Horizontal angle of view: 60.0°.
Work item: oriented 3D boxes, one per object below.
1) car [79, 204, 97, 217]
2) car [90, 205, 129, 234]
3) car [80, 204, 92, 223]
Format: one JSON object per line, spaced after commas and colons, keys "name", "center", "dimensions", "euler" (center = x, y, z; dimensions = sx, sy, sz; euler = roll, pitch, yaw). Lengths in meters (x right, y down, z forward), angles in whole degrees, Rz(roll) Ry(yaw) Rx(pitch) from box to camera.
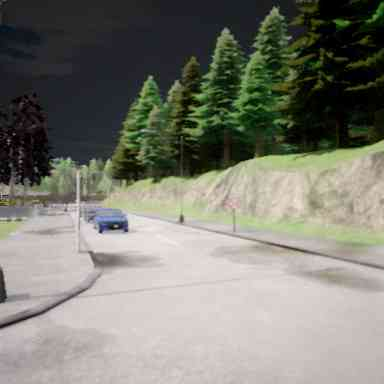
{"name": "car", "center": [-12.891, 2.242, 41.128], "dimensions": [1.812, 1.442, 4.674], "euler": [0, -1, -21]}
{"name": "car", "center": [-5.588, 1.873, 22.725], "dimensions": [1.882, 1.535, 5.008], "euler": [0, -1, -22]}
{"name": "car", "center": [-9.245, 2.103, 31.911], "dimensions": [2.033, 1.411, 5.357], "euler": [0, -1, -22]}
